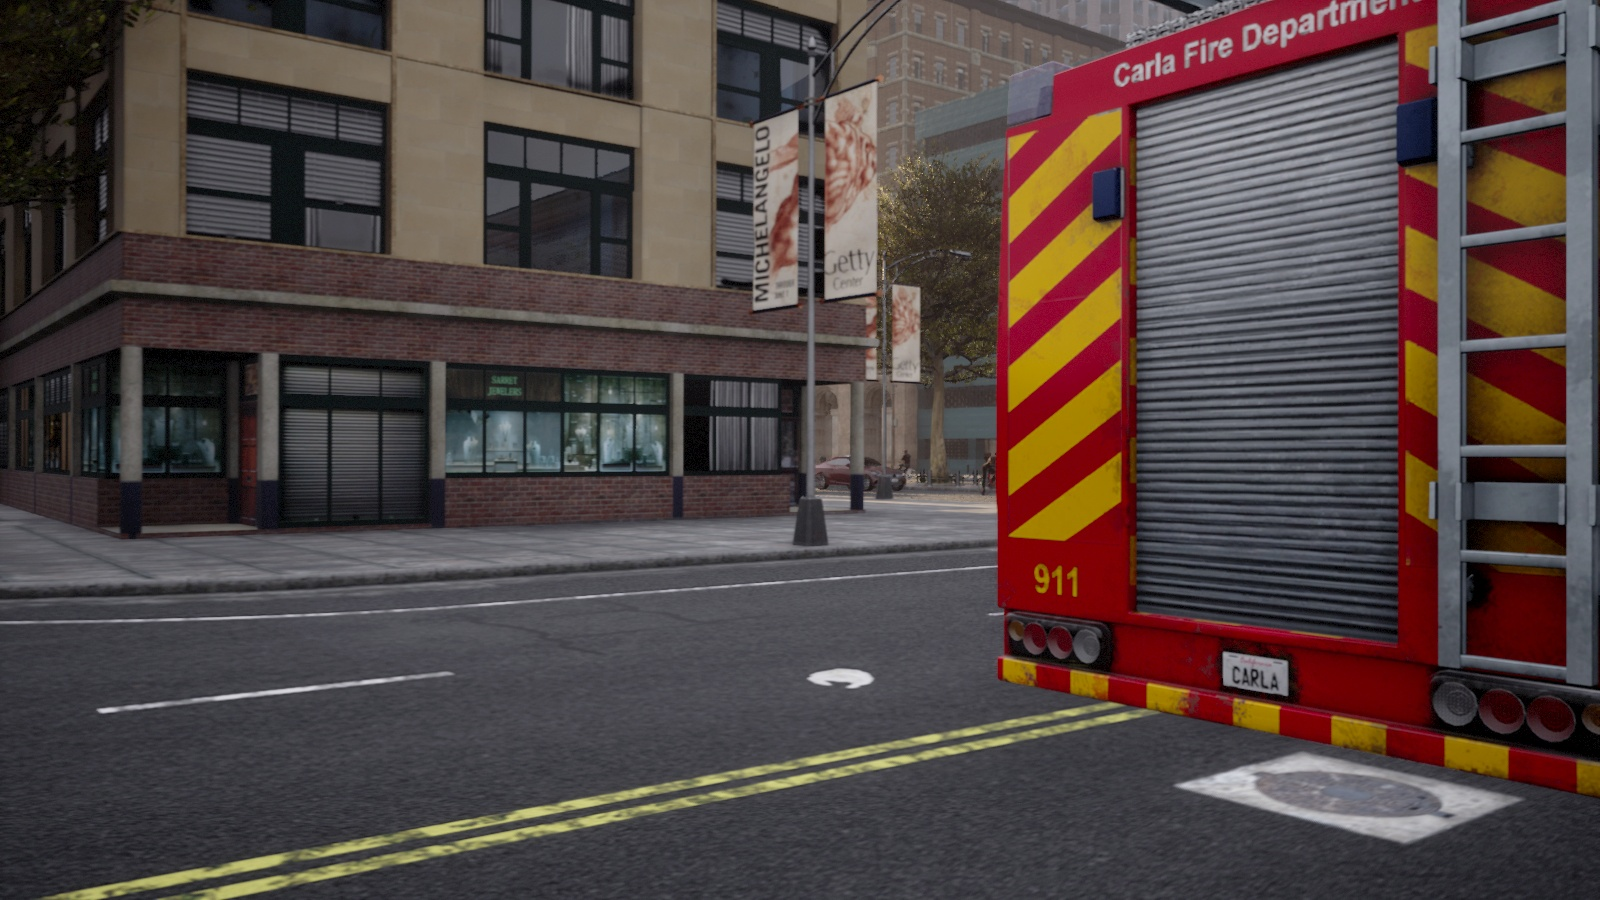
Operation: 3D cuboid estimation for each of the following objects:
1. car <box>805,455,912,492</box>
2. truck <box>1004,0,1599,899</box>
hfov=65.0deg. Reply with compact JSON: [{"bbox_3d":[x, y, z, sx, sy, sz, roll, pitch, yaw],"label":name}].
[{"bbox_3d":[2.362,0.925,51.882,1.812,1.442,4.674,0,0,-38],"label":"car"},{"bbox_3d":[5.273,-0.404,7.729,8.468,3.827,2.891,0,0,-37],"label":"truck"}]
